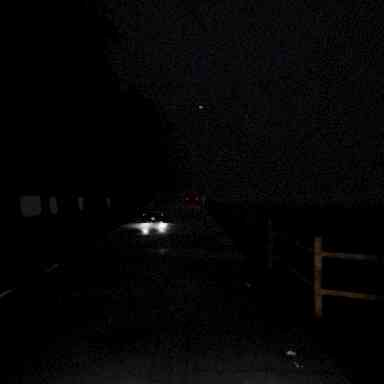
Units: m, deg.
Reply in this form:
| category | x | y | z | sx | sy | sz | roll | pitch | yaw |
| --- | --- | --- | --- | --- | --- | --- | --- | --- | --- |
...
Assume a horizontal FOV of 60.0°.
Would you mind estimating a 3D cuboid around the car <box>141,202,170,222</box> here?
| category | x | y | z | sx | sy | sz | roll | pitch | yaw |
| --- | --- | --- | --- | --- | --- | --- | --- | --- | --- |
| car | -2.778 | 1.536 | 26.543 | 2.033 | 1.411 | 5.357 | 0 | 0 | 1 |

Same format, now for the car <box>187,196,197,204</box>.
| category | x | y | z | sx | sy | sz | roll | pitch | yaw |
| --- | --- | --- | --- | --- | --- | --- | --- | --- | --- |
| car | 0.004 | 1.608 | 67.275 | 1.837 | 1.490 | 4.892 | 0 | 0 | 0 |

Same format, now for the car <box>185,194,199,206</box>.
| category | x | y | z | sx | sy | sz | roll | pitch | yaw |
| --- | --- | --- | --- | --- | --- | --- | --- | --- | --- |
| car | 0.003 | 1.276 | 56.555 | 2.150 | 2.045 | 5.566 | 0 | 0 | 0 |
